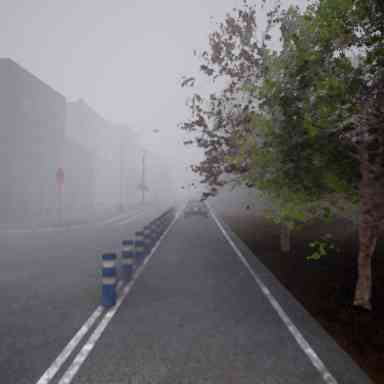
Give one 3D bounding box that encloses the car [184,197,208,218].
[{"bbox_3d":[0.332,1.371,27.672,2.033,1.411,5.357,0,0,1],"label":"car"}]
